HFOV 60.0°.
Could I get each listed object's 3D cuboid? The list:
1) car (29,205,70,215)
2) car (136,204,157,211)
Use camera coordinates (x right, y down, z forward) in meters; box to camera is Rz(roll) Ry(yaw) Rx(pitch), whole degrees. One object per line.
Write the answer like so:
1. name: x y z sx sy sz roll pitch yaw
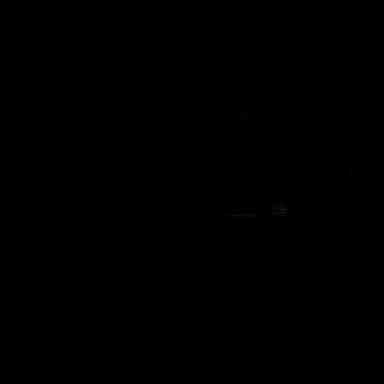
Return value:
1. car: -19.822 2.570 46.470 2.033 1.411 5.357 1 -1 35
2. car: -9.105 3.205 66.432 2.128 1.511 4.902 1 -1 35
